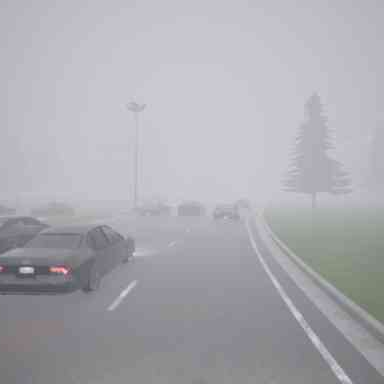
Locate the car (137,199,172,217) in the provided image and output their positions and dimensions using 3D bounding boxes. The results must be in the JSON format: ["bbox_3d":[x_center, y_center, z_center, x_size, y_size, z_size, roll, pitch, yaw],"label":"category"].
[{"bbox_3d":[-3.348,1.611,31.135,1.895,1.301,4.718,0,0,12],"label":"car"}]

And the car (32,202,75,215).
[{"bbox_3d":[-12.507,1.558,29.977,1.994,1.385,4.181,0,0,17],"label":"car"}]

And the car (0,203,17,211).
[{"bbox_3d":[-16.953,1.587,27.342,1.895,1.301,4.718,0,0,17],"label":"car"}]

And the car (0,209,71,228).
[{"bbox_3d":[-6.209,1.521,11.536,1.812,1.442,4.674,0,0,5],"label":"car"}]

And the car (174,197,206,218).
[{"bbox_3d":[0.069,1.493,30.321,1.882,1.535,5.008,0,0,12],"label":"car"}]

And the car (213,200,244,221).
[{"bbox_3d":[2.910,1.619,26.903,1.895,1.301,4.718,0,0,11],"label":"car"}]

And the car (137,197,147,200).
[{"bbox_3d":[-9.728,1.612,68.918,1.895,1.301,4.718,0,0,14],"label":"car"}]

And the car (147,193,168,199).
[{"bbox_3d":[-6.502,1.245,67.386,2.150,2.045,5.566,0,0,14],"label":"car"}]

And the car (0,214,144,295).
[{"bbox_3d":[-2.969,1.547,8.866,2.033,1.411,5.357,0,0,4],"label":"car"}]

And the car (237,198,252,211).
[{"bbox_3d":[6.422,1.535,42.010,1.837,1.490,4.892,0,0,14],"label":"car"}]
